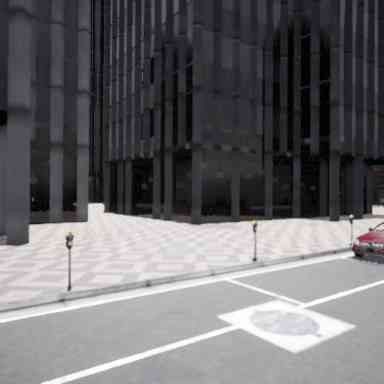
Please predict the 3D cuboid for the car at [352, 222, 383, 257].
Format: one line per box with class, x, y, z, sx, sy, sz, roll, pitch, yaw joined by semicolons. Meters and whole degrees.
car;7.610;1.709;12.210;4.206;1.307;1.802;1;0;-36
